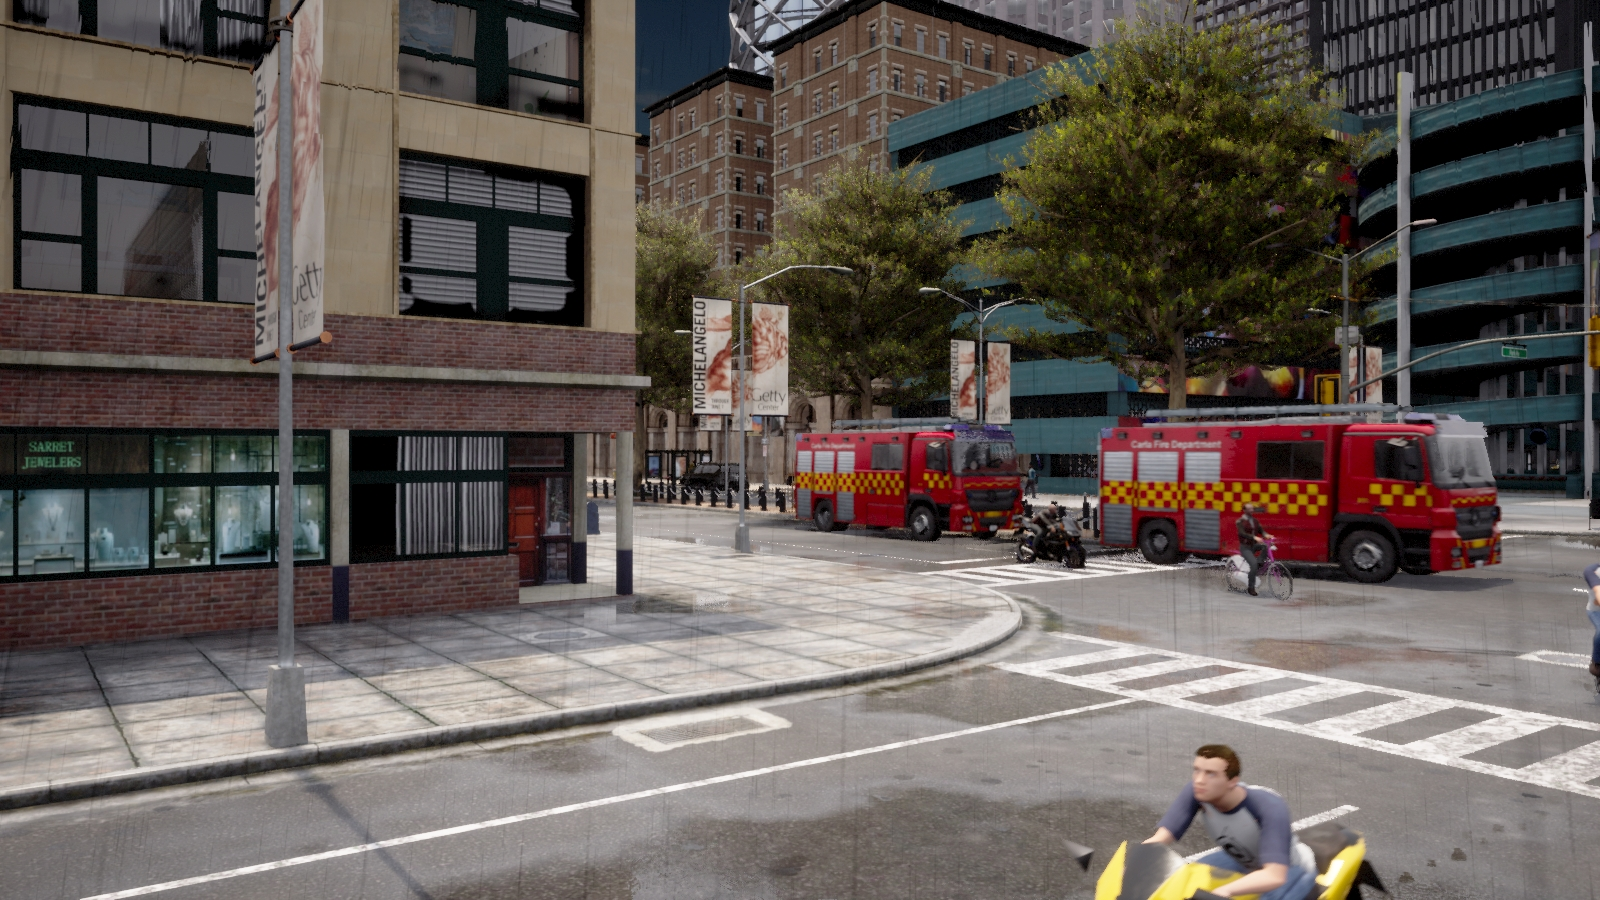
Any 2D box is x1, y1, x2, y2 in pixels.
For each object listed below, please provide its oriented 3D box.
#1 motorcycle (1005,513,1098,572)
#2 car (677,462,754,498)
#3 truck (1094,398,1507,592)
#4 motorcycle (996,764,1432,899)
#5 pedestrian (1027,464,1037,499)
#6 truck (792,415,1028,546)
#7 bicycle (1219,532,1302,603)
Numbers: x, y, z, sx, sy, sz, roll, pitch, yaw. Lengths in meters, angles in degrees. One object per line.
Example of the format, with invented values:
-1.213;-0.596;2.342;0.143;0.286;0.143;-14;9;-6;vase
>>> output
6.026;2.197;27.508;0.867;1.251;2.209;0;0;-33;motorcycle
-5.210;1.766;69.596;2.150;2.045;5.566;0;0;-35;car
11.283;0.881;26.727;2.891;3.827;8.468;0;0;-39;truck
1.879;2.211;5.039;2.033;1.145;0.803;0;0;-36;motorcycle
12.484;1.681;61.508;0.375;1.860;0.375;0;0;-31;pedestrian
3.333;0.880;37.551;2.891;3.827;8.468;0;0;-35;truck
8.716;2.202;21.700;0.329;1.171;1.835;-1;0;-18;bicycle
